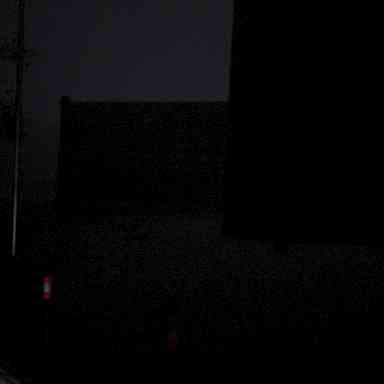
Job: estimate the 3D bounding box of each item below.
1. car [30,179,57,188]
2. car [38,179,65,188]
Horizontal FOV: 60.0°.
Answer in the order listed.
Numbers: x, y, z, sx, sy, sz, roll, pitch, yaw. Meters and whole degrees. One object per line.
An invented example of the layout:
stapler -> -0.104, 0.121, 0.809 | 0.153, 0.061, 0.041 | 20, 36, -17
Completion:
car -> -29.798, -1.767, 65.793 | 4.553, 1.767, 2.185 | 4, 3, 22
car -> -28.813, -1.708, 68.376 | 5.008, 1.535, 2.097 | 4, 3, 22
